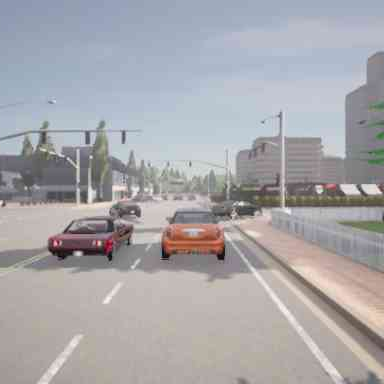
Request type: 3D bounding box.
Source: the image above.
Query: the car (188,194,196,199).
[{"bbox_3d":[0.003,1.255,92.300,2.128,1.511,4.902,0,0,0],"label":"car"}]

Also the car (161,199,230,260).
[{"bbox_3d":[0.064,1.335,12.581,2.097,1.767,4.553,0,0,0],"label":"car"}]

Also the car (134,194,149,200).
[{"bbox_3d":[-10.500,1.252,67.190,2.097,1.767,4.553,0,0,0],"label":"car"}]

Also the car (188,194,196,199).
[{"bbox_3d":[0.002,1.404,82.025,2.033,1.411,5.357,0,0,0],"label":"car"}]

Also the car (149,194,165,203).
[{"bbox_3d":[-7.001,1.421,67.229,1.812,1.442,4.674,0,0,0],"label":"car"}]

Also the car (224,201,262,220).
[{"bbox_3d":[3.776,1.450,27.433,4.902,1.511,2.128,0,0,-40],"label":"car"}]

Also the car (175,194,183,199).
[{"bbox_3d":[-3.497,1.282,92.299,1.994,1.385,4.181,0,0,0],"label":"car"}]

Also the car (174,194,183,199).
[{"bbox_3d":[-3.498,1.386,82.344,1.812,1.442,4.674,0,0,0],"label":"car"}]

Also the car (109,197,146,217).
[{"bbox_3d":[-5.975,1.480,29.448,1.812,1.442,4.674,1,0,-28],"label":"car"}]

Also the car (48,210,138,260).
[{"bbox_3d":[-3.438,1.582,12.329,1.895,1.301,4.718,0,0,0],"label":"car"}]

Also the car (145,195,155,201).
[{"bbox_3d":[-10.498,1.420,82.674,1.994,1.385,4.181,0,0,0],"label":"car"}]

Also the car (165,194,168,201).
[{"bbox_3d":[-6.998,1.368,82.729,1.837,1.490,4.892,0,0,0],"label":"car"}]
